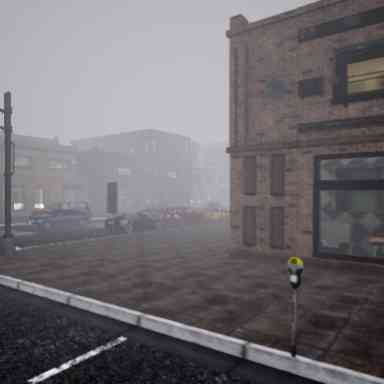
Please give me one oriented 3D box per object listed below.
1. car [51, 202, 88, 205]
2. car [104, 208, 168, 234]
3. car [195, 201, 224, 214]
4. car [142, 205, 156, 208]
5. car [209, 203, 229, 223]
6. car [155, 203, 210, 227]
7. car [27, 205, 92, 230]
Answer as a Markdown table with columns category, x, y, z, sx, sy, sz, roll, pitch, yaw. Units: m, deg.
| category | x | y | z | sx | sy | sz | roll | pitch | yaw |
| --- | --- | --- | --- | --- | --- | --- | --- | --- | --- |
| car | -10.699 | 1.723 | 27.478 | 2.192 | 1.841 | 5.009 | 0 | -1 | 36 |
| car | -3.936 | 1.999 | 22.528 | 1.947 | 1.339 | 4.313 | 0 | -1 | 36 |
| car | 2.404 | 2.054 | 45.387 | 1.967 | 1.590 | 4.097 | 0 | -1 | 36 |
| car | -3.862 | 1.982 | 32.429 | 2.128 | 1.511 | 4.902 | 0 | 0 | 36 |
| car | 2.717 | 2.064 | 31.621 | 1.752 | 1.417 | 4.829 | 0 | -1 | 36 |
| car | -0.659 | 1.925 | 27.007 | 1.967 | 1.590 | 4.097 | 0 | -1 | 36 |
| car | -9.665 | 1.925 | 24.487 | 1.812 | 1.442 | 4.674 | 0 | 0 | 36 |
